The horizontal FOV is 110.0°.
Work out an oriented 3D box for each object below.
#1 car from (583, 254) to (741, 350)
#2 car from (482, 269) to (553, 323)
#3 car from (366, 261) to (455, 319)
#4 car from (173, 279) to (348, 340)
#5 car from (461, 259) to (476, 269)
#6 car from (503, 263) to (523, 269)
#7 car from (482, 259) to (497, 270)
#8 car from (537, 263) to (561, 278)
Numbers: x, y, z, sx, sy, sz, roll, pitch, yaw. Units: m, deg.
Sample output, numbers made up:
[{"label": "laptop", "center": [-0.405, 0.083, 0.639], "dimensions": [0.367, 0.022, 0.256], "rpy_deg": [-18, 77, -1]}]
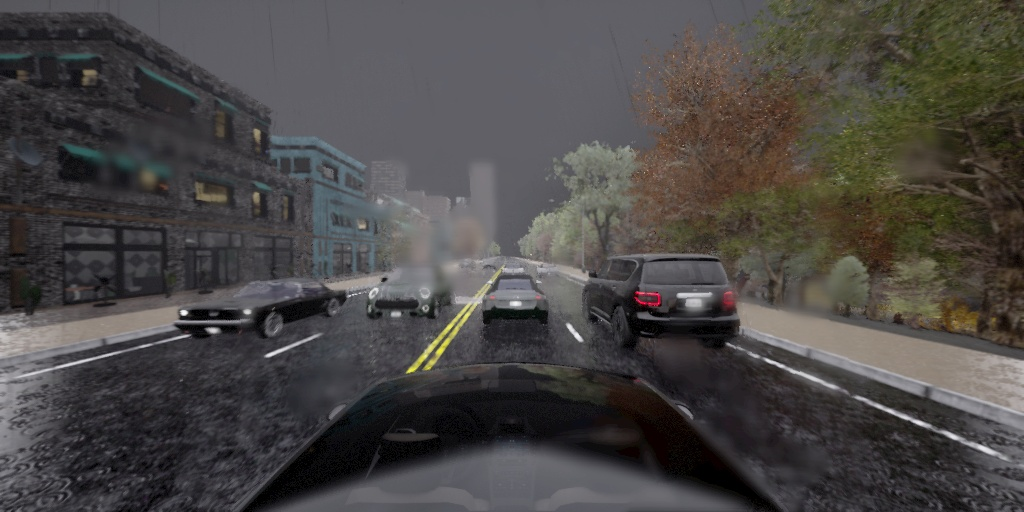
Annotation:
[{"label": "car", "center": [3.350, 0.968, 9.228], "dimensions": [2.150, 2.045, 5.566], "rpy_deg": [0, 0, 0]}, {"label": "car", "center": [0.099, 1.309, 12.048], "dimensions": [1.994, 1.385, 4.181], "rpy_deg": [0, 0, 0]}, {"label": "car", "center": [-3.351, 1.097, 12.609], "dimensions": [2.097, 1.767, 4.553], "rpy_deg": [0, 0, 0]}, {"label": "car", "center": [-6.601, 1.347, 10.138], "dimensions": [1.895, 1.301, 4.718], "rpy_deg": [0, 0, 0]}, {"label": "car", "center": [-6.562, 1.214, 54.463], "dimensions": [2.128, 1.511, 4.902], "rpy_deg": [0, 0, 0]}, {"label": "car", "center": [0.096, 1.335, 33.307], "dimensions": [1.895, 1.301, 4.718], "rpy_deg": [0, 0, 0]}, {"label": "car", "center": [-3.327, 1.227, 53.654], "dimensions": [1.837, 1.490, 4.892], "rpy_deg": [0, 0, 0]}, {"label": "car", "center": [3.347, 1.335, 33.276], "dimensions": [1.895, 1.301, 4.718], "rpy_deg": [0, 0, 0]}]
